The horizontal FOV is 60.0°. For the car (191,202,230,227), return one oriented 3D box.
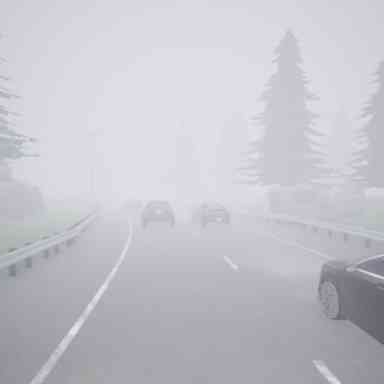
[{"bbox_3d":[1.173,1.446,22.500,2.128,1.511,4.902,0,0,-11],"label":"car"}]

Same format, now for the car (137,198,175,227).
[{"bbox_3d":[-2.485,1.318,22.954,2.097,1.767,4.553,0,0,-11],"label":"car"}]

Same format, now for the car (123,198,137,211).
[{"bbox_3d":[-7.117,1.441,40.072,2.128,1.511,4.902,0,0,-17],"label":"car"}]

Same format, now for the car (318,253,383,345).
[{"bbox_3d":[3.356,1.473,4.361,2.128,1.511,4.902,0,0,-2],"label":"car"}]
